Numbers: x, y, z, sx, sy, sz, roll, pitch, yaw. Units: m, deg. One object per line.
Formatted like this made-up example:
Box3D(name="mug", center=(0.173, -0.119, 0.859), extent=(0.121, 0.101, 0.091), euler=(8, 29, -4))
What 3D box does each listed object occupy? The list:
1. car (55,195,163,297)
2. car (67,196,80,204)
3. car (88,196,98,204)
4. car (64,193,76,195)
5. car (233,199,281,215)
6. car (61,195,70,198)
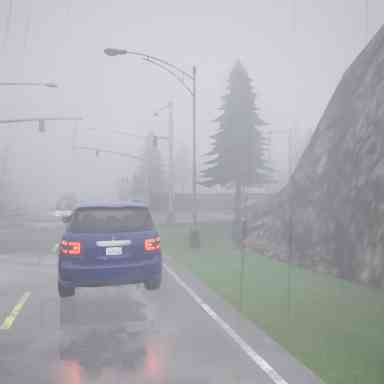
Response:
Box3D(name="car", center=(-2.248, 1.221, 8.924), extent=(2.150, 2.045, 5.566), euler=(0, 0, -16))
Box3D(name="car", center=(-22.441, 1.564, 62.985), extent=(1.994, 1.385, 4.181), euler=(0, 0, -16))
Box3D(name="car", center=(-19.240, 1.526, 64.582), extent=(1.812, 1.442, 4.674), euler=(0, 0, -17))
Box3D(name="car", center=(-19.364, 1.221, 52.657), extent=(2.150, 2.045, 5.566), euler=(0, 0, -17))
Box3D(name="car", center=(6.511, 1.505, 33.284), extent=(4.892, 1.490, 1.837), euler=(0, 0, -18))
Box3D(name="car", center=(-16.394, 1.492, 42.874), extent=(2.128, 1.511, 4.902), euler=(0, 0, -17))
